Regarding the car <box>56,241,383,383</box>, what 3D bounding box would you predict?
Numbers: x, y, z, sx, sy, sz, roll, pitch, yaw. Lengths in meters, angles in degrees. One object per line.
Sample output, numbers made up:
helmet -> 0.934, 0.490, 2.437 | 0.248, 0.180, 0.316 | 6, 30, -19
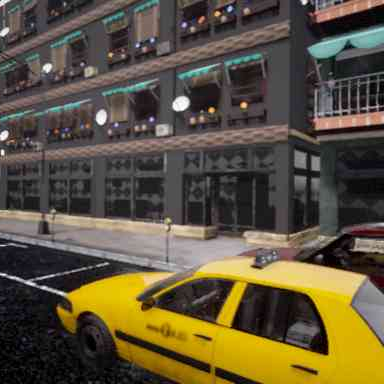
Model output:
car -> 0.571, 1.436, 3.868 | 5.366, 1.575, 1.801 | 1, 0, 35

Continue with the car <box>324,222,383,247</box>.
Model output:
car -> 2.801, 1.317, 4.563 | 5.009, 1.841, 2.192 | 1, 0, 36
